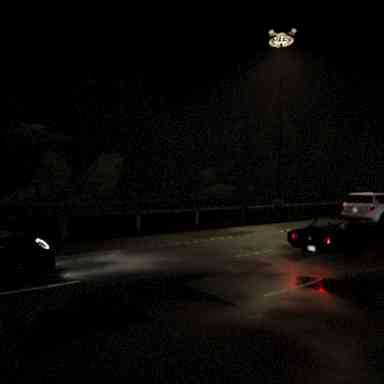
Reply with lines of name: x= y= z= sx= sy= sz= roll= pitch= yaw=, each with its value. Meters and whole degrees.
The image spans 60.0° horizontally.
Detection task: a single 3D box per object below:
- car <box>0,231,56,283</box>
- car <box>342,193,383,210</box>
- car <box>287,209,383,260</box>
car: x=-5.851 y=1.353 z=8.171 sx=4.553 sy=1.767 sz=2.097 roll=0 pitch=0 yaw=-36
car: x=11.481 y=1.050 z=20.533 sx=5.566 sy=2.045 sz=2.150 roll=-1 pitch=0 yaw=-35
car: x=5.706 y=1.526 z=12.115 sx=4.718 sy=1.301 sz=1.895 roll=-1 pitch=0 yaw=-35
